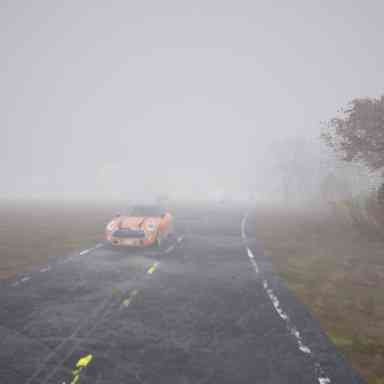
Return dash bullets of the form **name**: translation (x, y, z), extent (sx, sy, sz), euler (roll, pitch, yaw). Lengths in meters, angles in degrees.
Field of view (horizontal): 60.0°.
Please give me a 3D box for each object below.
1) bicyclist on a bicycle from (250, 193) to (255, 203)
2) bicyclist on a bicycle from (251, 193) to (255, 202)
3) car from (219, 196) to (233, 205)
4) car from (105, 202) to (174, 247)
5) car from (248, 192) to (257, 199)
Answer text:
- **bicyclist on a bicycle**: translation (11.571, 1.280, 64.430), extent (0.582, 1.620, 1.656), euler (0, 0, 12)
- **bicyclist on a bicycle**: translation (13.458, 1.178, 73.211), extent (0.659, 1.776, 1.843), euler (0, 0, 12)
- **car**: translation (5.853, 1.386, 56.234), extent (2.033, 1.411, 5.357), euler (0, 0, 13)
- **car**: translation (-2.151, 1.296, 14.749), extent (2.097, 1.767, 4.553), euler (0, 0, 6)
- **car**: translation (16.578, 1.259, 91.761), extent (1.994, 1.385, 4.181), euler (0, 0, 12)
